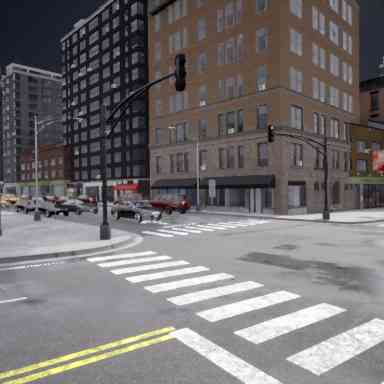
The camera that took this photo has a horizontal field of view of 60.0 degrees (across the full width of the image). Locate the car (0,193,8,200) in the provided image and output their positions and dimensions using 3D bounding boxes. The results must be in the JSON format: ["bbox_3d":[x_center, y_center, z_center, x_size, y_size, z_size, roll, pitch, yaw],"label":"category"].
[{"bbox_3d":[-40.837,0.886,70.687,1.947,1.339,4.313,0,1,-44],"label":"car"}]

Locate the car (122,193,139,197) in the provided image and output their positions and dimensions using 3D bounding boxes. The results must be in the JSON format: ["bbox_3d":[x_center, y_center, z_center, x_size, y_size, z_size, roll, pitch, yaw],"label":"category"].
[{"bbox_3d":[-6.283,1.045,35.145,2.192,1.841,5.009,0,1,-44],"label":"car"}]

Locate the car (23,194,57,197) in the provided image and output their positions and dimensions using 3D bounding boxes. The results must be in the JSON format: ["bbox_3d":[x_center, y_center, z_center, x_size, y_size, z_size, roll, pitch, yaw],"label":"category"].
[{"bbox_3d":[-17.524,1.259,38.435,1.812,1.442,4.674,-1,1,-44],"label":"car"}]

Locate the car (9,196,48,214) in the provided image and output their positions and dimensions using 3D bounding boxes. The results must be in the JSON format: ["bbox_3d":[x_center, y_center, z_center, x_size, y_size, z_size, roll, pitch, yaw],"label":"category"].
[{"bbox_3d":[-16.230,1.375,33.149,1.947,1.339,4.313,0,1,-44],"label":"car"}]

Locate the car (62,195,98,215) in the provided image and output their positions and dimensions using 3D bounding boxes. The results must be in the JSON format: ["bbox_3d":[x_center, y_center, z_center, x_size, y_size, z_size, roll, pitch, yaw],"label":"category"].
[{"bbox_3d":[-10.593,1.337,31.293,1.812,1.442,4.674,-1,1,-44],"label":"car"}]

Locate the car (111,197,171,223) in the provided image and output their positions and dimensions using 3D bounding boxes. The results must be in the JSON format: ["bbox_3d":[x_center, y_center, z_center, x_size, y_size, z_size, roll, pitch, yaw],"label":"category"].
[{"bbox_3d":[-4.173,1.372,24.691,2.128,1.511,4.902,-1,1,-44],"label":"car"}]

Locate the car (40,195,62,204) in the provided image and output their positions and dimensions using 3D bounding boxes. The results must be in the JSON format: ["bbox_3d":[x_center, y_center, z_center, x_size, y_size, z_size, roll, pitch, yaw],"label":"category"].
[{"bbox_3d":[-21.641,1.137,50.943,1.802,1.307,4.206,0,1,-44],"label":"car"}]

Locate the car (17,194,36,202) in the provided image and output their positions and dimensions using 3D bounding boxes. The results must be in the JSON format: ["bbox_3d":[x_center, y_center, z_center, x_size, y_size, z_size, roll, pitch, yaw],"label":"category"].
[{"bbox_3d":[-29.319,1.045,58.841,1.802,1.307,4.206,0,1,-44],"label":"car"}]

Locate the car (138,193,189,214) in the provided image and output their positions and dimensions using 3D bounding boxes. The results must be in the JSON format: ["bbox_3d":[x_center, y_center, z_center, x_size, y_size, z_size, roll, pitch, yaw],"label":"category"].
[{"bbox_3d":[-2.444,1.087,31.196,2.192,1.841,5.009,0,1,-44],"label":"car"}]

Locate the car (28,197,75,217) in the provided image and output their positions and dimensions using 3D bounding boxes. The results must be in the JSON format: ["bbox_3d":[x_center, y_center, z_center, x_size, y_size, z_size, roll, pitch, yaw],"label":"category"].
[{"bbox_3d":[-12.392,1.418,29.200,1.947,1.339,4.313,0,1,-44],"label":"car"}]

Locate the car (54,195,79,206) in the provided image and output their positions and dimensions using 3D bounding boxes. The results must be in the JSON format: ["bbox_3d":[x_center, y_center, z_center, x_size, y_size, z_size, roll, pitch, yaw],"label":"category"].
[{"bbox_3d":[-17.802,1.182,46.994,1.802,1.307,4.206,0,1,-44],"label":"car"}]

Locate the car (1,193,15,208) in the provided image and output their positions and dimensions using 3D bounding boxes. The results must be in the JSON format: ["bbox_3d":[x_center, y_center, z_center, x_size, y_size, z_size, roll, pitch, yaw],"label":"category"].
[{"bbox_3d":[-23.788,1.248,40.922,1.752,1.417,4.829,0,1,-44],"label":"car"}]
